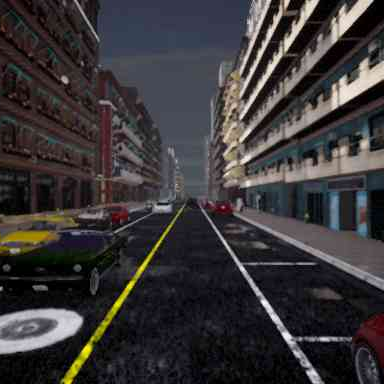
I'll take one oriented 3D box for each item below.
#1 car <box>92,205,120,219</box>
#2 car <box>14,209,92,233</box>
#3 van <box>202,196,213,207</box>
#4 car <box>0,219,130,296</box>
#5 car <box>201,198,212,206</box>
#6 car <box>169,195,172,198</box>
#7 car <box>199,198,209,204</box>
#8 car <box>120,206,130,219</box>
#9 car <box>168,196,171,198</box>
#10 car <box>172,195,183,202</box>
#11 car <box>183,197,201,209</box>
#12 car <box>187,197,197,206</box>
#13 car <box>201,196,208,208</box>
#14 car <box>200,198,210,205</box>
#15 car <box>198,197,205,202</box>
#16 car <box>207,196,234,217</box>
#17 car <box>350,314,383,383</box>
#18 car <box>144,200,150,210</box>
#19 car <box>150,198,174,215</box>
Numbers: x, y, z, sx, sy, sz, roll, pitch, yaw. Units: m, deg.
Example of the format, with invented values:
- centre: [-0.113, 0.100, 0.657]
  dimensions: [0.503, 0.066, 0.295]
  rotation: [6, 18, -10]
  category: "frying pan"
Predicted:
- centre: [-5.687, 1.641, 18.791]
  dimensions: [2.008, 1.369, 4.403]
  rotation: [1, 0, 0]
  category: "car"
- centre: [-5.686, 1.588, 13.098]
  dimensions: [1.752, 1.417, 4.829]
  rotation: [1, 0, 0]
  category: "car"
- centre: [2.688, 1.623, 57.443]
  dimensions: [1.690, 1.788, 3.998]
  rotation: [1, 0, 0]
  category: "van"
- centre: [-3.065, 1.644, 8.924]
  dimensions: [1.895, 1.301, 4.718]
  rotation: [0, 0, 0]
  category: "car"
- centre: [2.685, 1.855, 62.966]
  dimensions: [1.887, 1.381, 4.507]
  rotation: [0, 0, 0]
  category: "car"
- centre: [-5.697, 1.890, 68.501]
  dimensions: [2.008, 1.369, 4.403]
  rotation: [1, 0, 0]
  category: "car"
- centre: [2.682, 1.934, 74.013]
  dimensions: [1.947, 1.339, 4.313]
  rotation: [0, 0, 0]
  category: "car"
- centre: [-5.688, 1.662, 24.314]
  dimensions: [1.887, 1.381, 4.507]
  rotation: [1, 0, 0]
  category: "car"
- centre: [-5.696, 1.861, 62.978]
  dimensions: [2.008, 1.369, 4.403]
  rotation: [1, 0, 0]
  category: "car"
- centre: [-3.015, 1.759, 77.141]
  dimensions: [1.837, 1.490, 4.892]
  rotation: [0, 0, 0]
  category: "car"
- centre: [0.010, 1.722, 50.084]
  dimensions: [1.882, 1.535, 5.008]
  rotation: [0, 0, 1]
  category: "car"
- centre: [-0.013, 1.816, 63.383]
  dimensions: [1.837, 1.490, 4.892]
  rotation: [0, 0, 0]
  category: "car"
- centre: [2.688, 1.694, 51.919]
  dimensions: [1.967, 1.590, 4.097]
  rotation: [1, 0, 0]
  category: "car"
- centre: [2.684, 1.884, 68.489]
  dimensions: [1.887, 1.381, 4.507]
  rotation: [0, 0, 0]
  category: "car"
- centre: [2.680, 1.983, 90.753]
  dimensions: [1.752, 1.417, 4.829]
  rotation: [0, 0, 0]
  category: "car"
- centre: [2.993, 1.515, 33.951]
  dimensions: [2.097, 1.767, 4.553]
  rotation: [0, 0, 0]
  category: "car"
- centre: [2.697, 1.593, 2.208]
  dimensions: [1.802, 1.307, 4.206]
  rotation: [1, 0, 0]
  category: "car"
- centre: [-5.692, 1.777, 46.407]
  dimensions: [2.008, 1.369, 4.403]
  rotation: [1, 0, 0]
  category: "car"
- centre: [-3.100, 1.699, 35.711]
  dimensions: [1.812, 1.442, 4.674]
  rotation: [0, 0, 0]
  category: "car"
